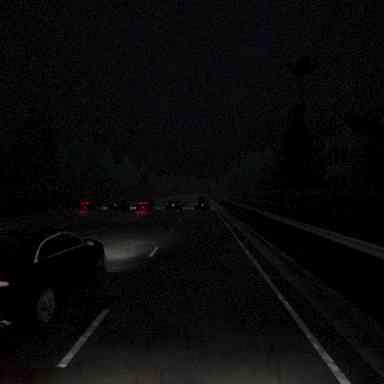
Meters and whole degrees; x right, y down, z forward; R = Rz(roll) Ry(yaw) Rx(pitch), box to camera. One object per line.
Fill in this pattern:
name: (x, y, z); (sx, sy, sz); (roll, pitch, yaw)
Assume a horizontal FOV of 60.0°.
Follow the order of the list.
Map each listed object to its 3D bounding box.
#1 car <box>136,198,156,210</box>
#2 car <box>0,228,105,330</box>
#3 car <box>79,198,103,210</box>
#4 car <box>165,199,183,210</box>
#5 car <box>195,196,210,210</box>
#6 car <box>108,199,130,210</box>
car: (-5.780, 1.501, 41.925); (1.837, 1.490, 4.892); (0, 0, 2)
car: (-3.254, 1.488, 6.877); (2.128, 1.511, 4.902); (0, 0, 2)
car: (-12.777, 1.490, 42.140); (1.837, 1.490, 4.892); (0, 0, 2)
car: (-2.270, 1.566, 42.201); (1.994, 1.385, 4.181); (0, 0, 2)
car: (1.332, 1.571, 42.242); (1.994, 1.385, 4.181); (0, 0, 2)
car: (-9.266, 1.555, 42.449); (1.994, 1.385, 4.181); (0, 0, 2)
